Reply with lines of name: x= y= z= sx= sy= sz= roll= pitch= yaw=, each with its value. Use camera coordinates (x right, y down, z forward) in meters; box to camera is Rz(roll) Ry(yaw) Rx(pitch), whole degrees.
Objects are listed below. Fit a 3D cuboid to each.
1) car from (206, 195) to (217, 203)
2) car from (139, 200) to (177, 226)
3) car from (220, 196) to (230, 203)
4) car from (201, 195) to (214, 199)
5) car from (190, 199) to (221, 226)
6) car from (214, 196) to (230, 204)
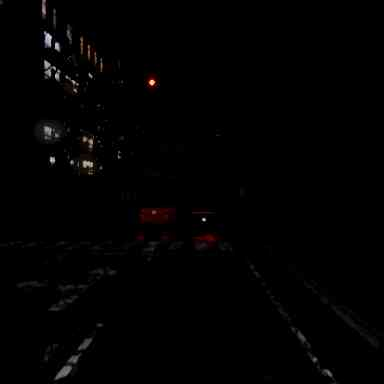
car: x=4.719 y=1.565 z=79.519 sx=2.097 sy=1.767 sz=4.553 roll=0 pitch=0 yaw=12
car: x=-2.325 y=1.371 z=23.759 sx=2.097 sy=1.767 sz=4.553 roll=0 pitch=0 yaw=3
car: x=7.998 y=1.696 z=79.337 sx=1.882 sy=1.535 sz=5.008 roll=0 pitch=0 yaw=12
car: x=2.848 y=1.705 z=69.357 sx=1.837 sy=1.490 sz=4.892 roll=0 pitch=0 yaw=10
car: x=0.935 y=1.524 z=23.899 sx=1.837 sy=1.490 sz=4.892 roll=0 pitch=0 yaw=3
car: x=6.197 y=1.754 z=69.638 sx=1.994 sy=1.385 sz=4.181 roll=0 pitch=0 yaw=10
